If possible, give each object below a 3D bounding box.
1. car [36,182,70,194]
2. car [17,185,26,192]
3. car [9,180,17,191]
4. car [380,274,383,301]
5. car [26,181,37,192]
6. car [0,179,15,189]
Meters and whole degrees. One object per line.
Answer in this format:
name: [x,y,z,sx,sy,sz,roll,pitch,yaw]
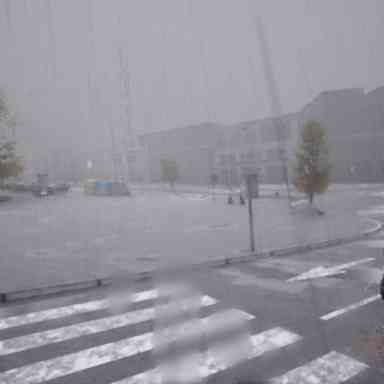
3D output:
car: [-20.463,-0.640,50.242,2.163,1.488,4.792,1,6,17]
car: [-25.228,-0.887,53.754,2.002,1.452,4.674,0,6,16]
car: [-27.628,-1.050,55.461,2.097,1.535,5.008,1,6,16]
car: [5.530,1.488,6.501,4.181,1.385,1.994,-2,1,-36]
car: [-22.827,-0.802,52.027,2.231,1.521,4.892,1,6,17]
car: [-34.942,-1.392,60.446,2.231,1.521,4.892,1,6,14]
